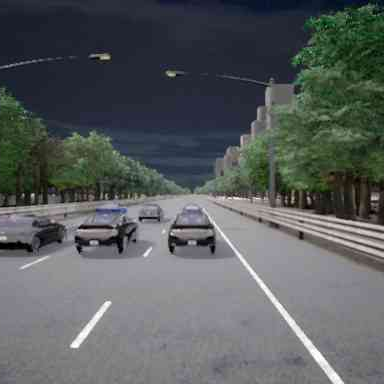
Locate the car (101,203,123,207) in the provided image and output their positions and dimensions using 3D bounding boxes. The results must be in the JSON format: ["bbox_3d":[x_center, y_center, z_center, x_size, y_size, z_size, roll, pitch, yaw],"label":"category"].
[{"bbox_3d":[-6.980,1.736,29.477,1.882,1.535,5.008,0,0,0],"label":"car"}]

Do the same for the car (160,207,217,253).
[{"bbox_3d":[0.012,1.623,14.299,2.128,1.511,4.902,0,0,0],"label":"car"}]

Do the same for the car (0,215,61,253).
[{"bbox_3d":[-6.990,1.695,14.315,1.994,1.385,4.181,0,0,0],"label":"car"}]

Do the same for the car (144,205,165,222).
[{"bbox_3d":[-3.485,1.802,28.990,2.033,1.411,5.357,0,0,0],"label":"car"}]

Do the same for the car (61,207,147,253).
[{"bbox_3d":[-3.489,1.623,14.300,2.128,1.511,4.902,0,0,0],"label":"car"}]

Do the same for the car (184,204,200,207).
[{"bbox_3d":[0.019,1.784,29.393,1.812,1.442,4.674,0,0,0],"label":"car"}]
